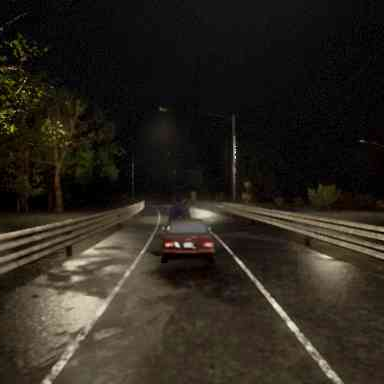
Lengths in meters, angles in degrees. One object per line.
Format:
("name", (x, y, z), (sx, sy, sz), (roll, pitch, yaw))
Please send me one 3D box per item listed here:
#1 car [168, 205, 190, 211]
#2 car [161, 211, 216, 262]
("car", (-1.120, 1.824, 29.044), (1.812, 1.442, 4.674), (0, 0, -4))
("car", (-0.191, 1.682, 12.629), (2.033, 1.411, 5.357), (0, -1, -2))
